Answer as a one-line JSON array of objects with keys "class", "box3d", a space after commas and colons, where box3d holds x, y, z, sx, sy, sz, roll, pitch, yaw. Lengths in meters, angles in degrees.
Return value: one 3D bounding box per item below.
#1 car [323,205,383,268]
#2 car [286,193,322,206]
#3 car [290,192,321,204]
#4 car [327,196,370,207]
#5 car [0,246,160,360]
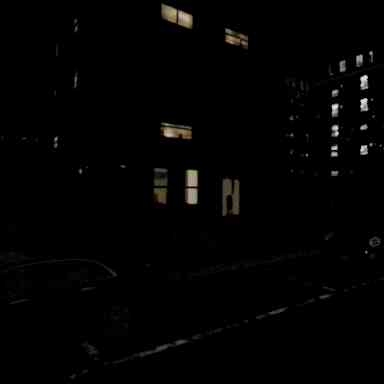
[{"class": "car", "box3d": [6.208, 1.432, 11.136, 4.097, 1.590, 1.967, 0, 1, -35]}, {"class": "car", "box3d": [13.774, 1.035, 40.933, 1.887, 1.381, 4.507, 2, 0, -36]}, {"class": "car", "box3d": [17.174, 0.887, 50.511, 1.967, 1.590, 4.097, 2, 0, -36]}, {"class": "car", "box3d": [17.054, 1.141, 36.294, 1.887, 1.381, 4.507, 2, 0, -36]}, {"class": "car", "box3d": [-2.597, 1.551, 4.849, 4.403, 1.369, 2.008, 0, 1, -35]}]
